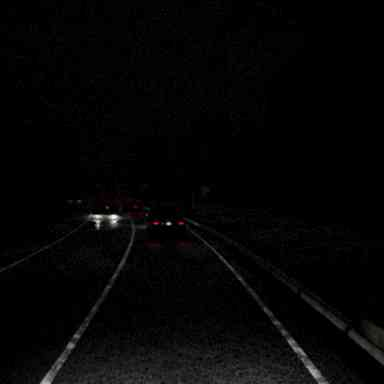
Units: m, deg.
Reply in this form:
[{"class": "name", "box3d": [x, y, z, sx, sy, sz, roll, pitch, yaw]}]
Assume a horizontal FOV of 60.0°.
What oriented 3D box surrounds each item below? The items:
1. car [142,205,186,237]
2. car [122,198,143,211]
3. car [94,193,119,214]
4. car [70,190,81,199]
[{"class": "car", "box3d": [-1.477, 1.528, 17.945, 2.033, 1.411, 5.357, 1, 0, -9]}, {"class": "car", "box3d": [-7.167, 1.451, 39.865, 1.882, 1.535, 5.008, 2, 0, -19]}, {"class": "car", "box3d": [-8.893, 1.119, 34.360, 2.150, 2.045, 5.566, 2, 0, -18]}, {"class": "car", "box3d": [-25.577, 0.537, 72.996, 2.150, 2.045, 5.566, 2, 0, -23]}]
